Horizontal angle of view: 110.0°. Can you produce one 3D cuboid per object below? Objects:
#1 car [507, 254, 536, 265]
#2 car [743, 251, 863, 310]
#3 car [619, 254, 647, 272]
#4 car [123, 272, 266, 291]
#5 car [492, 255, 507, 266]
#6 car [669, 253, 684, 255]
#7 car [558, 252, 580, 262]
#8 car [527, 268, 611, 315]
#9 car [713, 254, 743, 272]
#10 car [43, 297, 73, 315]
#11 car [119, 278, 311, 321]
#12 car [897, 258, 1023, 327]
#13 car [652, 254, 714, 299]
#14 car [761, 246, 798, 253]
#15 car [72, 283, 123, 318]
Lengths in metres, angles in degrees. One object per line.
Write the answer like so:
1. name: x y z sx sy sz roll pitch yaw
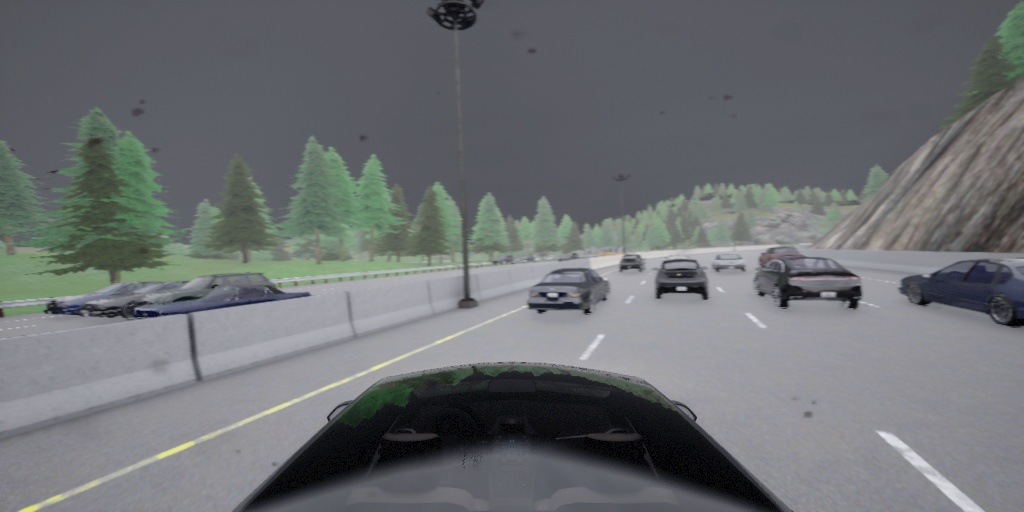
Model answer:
1. car: 1.810 0.455 52.930 2.128 1.511 4.902 -2 0 29
2. car: 9.425 0.770 11.802 2.128 1.511 4.902 -2 0 24
3. car: 10.596 0.596 31.443 1.837 1.490 4.892 -2 0 25
4. car: -12.380 1.535 14.909 2.097 1.767 4.553 -2 0 24
5. car: -1.236 0.586 54.649 1.837 1.490 4.892 -2 0 29
6. car: 14.227 0.466 30.970 1.812 1.442 4.674 -2 0 25
7. car: 7.904 0.234 49.492 1.837 1.490 4.892 -2 0 29
8. car: 2.210 1.126 12.787 2.033 1.411 5.357 -2 0 24
9. car: 16.321 0.479 27.198 1.895 1.301 4.718 -2 0 25
10. car: -18.749 1.981 17.790 2.033 1.411 5.357 -2 0 24
11. car: -9.678 1.687 12.356 1.895 1.301 4.718 -2 0 24
12. car: 11.804 0.748 8.535 2.033 1.411 5.357 -2 0 24
13. car: 7.021 0.863 15.008 1.837 1.490 4.892 -2 1 24
14. car: 20.043 0.074 26.880 2.097 1.767 4.553 -2 0 25
15. car: -15.530 1.854 16.421 2.033 1.411 5.357 -2 0 24
